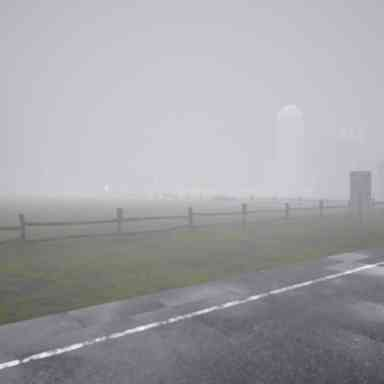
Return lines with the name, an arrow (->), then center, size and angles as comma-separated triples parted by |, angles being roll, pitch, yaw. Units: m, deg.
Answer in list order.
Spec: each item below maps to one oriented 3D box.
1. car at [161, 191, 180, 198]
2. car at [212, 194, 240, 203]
car -> -4.322, 0.540, 66.520 | 2.128, 1.511, 4.902 | -1, 1, -36
car -> 5.381, 0.973, 52.956 | 1.895, 1.301, 4.718 | -1, 1, -36
